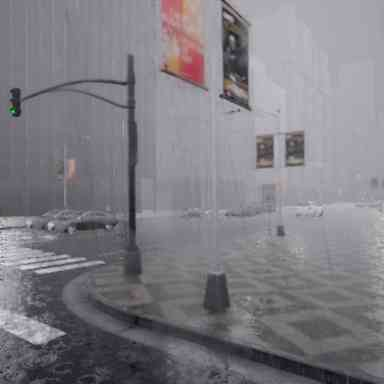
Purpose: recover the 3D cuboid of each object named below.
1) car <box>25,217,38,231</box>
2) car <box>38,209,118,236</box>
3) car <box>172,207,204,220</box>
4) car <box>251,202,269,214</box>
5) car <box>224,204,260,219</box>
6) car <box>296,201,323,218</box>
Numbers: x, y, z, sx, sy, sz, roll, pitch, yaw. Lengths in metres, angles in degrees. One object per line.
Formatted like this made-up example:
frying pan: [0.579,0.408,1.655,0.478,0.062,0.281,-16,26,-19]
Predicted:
car: [-9.841,2.069,24.706,2.128,1.511,4.902,-1,-1,32]
car: [-7.322,2.018,22.553,2.128,1.511,4.902,-1,-2,37]
car: [-0.347,2.408,37.829,1.812,1.442,4.674,-1,-2,36]
car: [10.434,2.557,52.664,2.150,2.045,5.566,-1,-2,36]
car: [6.011,2.505,41.091,2.033,1.411,5.357,-1,-2,36]
car: [14.924,2.206,42.211,2.150,2.045,5.566,-1,-2,36]
